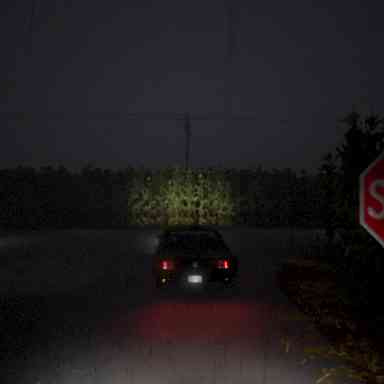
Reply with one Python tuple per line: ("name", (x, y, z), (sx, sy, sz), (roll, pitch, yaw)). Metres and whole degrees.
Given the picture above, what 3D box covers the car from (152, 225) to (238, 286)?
("car", (-0.063, 1.592, 9.396), (1.895, 1.301, 4.718), (0, 0, -4))
